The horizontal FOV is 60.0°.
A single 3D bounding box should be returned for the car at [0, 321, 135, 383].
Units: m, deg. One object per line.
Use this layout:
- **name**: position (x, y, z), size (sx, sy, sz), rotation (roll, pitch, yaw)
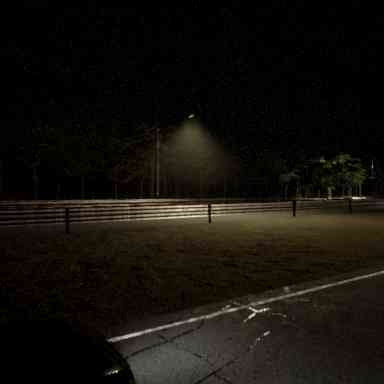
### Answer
- **car**: position (-2.674, 1.506, 1.793), size (4.892, 1.490, 1.837), rotation (0, 0, -34)
